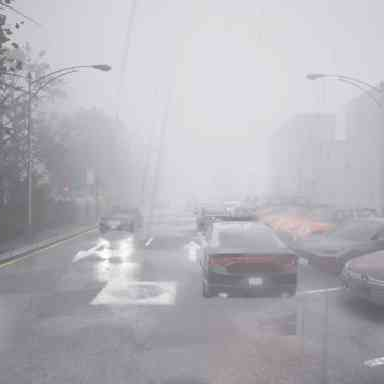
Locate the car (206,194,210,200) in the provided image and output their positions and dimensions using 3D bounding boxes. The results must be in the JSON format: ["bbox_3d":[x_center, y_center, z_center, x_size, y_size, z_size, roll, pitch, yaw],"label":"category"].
[{"bbox_3d":[5.275,1.612,57.819,5.366,1.575,1.946,1,0,-20],"label":"car"}]

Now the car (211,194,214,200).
[{"bbox_3d":[5.470,1.446,45.872,4.553,1.767,2.185,1,0,-20],"label":"car"}]

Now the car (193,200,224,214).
[{"bbox_3d":[1.207,1.548,24.558,1.812,1.442,4.674,0,0,0],"label":"car"}]

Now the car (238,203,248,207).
[{"bbox_3d":[5.338,1.538,18.845,4.674,1.452,2.002,1,0,-20],"label":"car"}]

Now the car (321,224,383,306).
[{"bbox_3d":[5.311,1.527,6.836,4.674,1.452,2.002,1,0,-20],"label":"car"}]

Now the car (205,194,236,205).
[{"bbox_3d":[5.469,1.391,63.913,5.566,2.045,2.435,1,0,-20],"label":"car"}]

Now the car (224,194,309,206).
[{"bbox_3d":[5.342,1.251,21.824,5.566,2.045,2.435,1,0,-20],"label":"car"}]

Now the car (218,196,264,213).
[{"bbox_3d":[5.377,1.413,36.854,4.553,1.767,2.185,1,0,-20],"label":"car"}]

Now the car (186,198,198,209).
[{"bbox_3d":[0.084,1.579,46.164,2.128,1.511,4.902,0,0,0],"label":"car"}]

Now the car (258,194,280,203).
[{"bbox_3d":[18.449,1.462,79.894,2.435,2.045,5.566,0,0,-21],"label":"car"}]

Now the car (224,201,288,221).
[{"bbox_3d":[5.346,1.544,27.838,4.792,1.488,2.163,1,0,-20],"label":"car"}]

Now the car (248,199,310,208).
[{"bbox_3d":[5.364,1.369,15.849,4.553,1.767,2.185,1,0,-20],"label":"car"}]

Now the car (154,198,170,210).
[{"bbox_3d":[-3.964,1.586,44.717,1.837,1.490,4.892,0,0,0],"label":"car"}]

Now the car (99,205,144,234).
[{"bbox_3d":[-3.986,1.504,19.329,2.128,1.511,4.902,0,0,0],"label":"car"}]

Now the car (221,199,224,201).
[{"bbox_3d":[5.189,1.503,24.781,5.366,1.575,1.946,1,0,-20],"label":"car"}]

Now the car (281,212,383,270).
[{"bbox_3d":[5.287,1.517,9.827,4.792,1.488,2.163,1,0,-20],"label":"car"}]

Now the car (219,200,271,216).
[{"bbox_3d":[5.372,1.560,33.840,4.792,1.488,2.163,1,0,-20],"label":"car"}]

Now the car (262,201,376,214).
[{"bbox_3d":[5.355,1.366,12.848,4.553,1.767,2.185,1,0,-20],"label":"car"}]

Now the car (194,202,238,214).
[{"bbox_3d":[1.189,1.518,18.559,1.837,1.490,4.892,0,0,0],"label":"car"}]

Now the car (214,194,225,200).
[{"bbox_3d":[5.363,1.270,30.840,5.566,2.045,2.435,1,0,-20],"label":"car"}]

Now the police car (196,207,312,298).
[{"bbox_3d":[1.167,1.427,8.668,1.930,1.638,5.238,0,0,0],"label":"police car"}]

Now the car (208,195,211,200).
[{"bbox_3d":[5.434,1.583,48.875,5.008,1.535,2.097,1,-1,-20],"label":"car"}]
